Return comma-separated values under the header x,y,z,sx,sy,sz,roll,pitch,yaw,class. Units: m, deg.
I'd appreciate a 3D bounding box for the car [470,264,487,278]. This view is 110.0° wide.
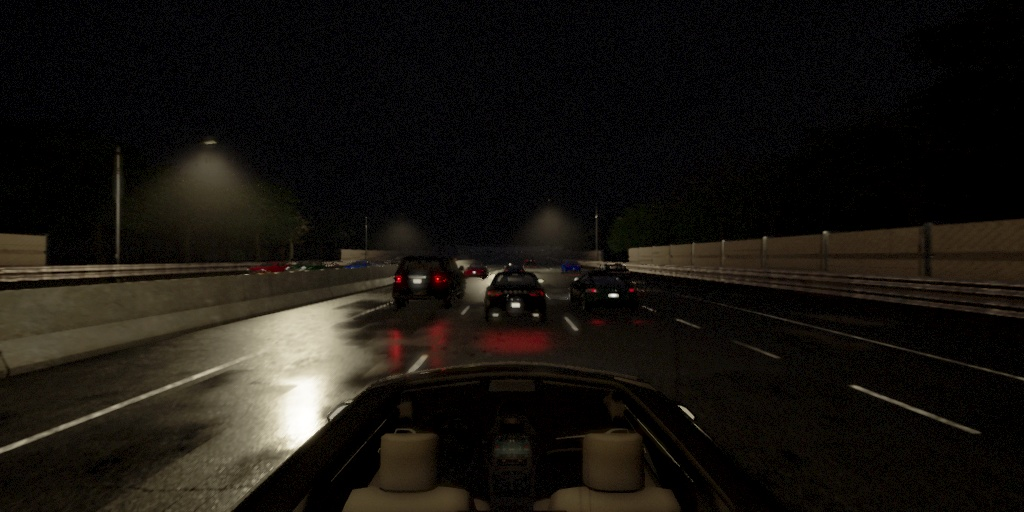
x,y,z,sx,sy,sz,roll,pitch,yaw,class
-3.289,1.411,33.423,1.994,1.385,4.181,0,0,0,car

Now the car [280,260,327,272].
x,y,z,sx,sy,sz,roll,pitch,yaw,class
-20.955,1.208,36.625,2.097,1.767,4.553,0,0,1,car

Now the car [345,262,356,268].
x,y,z,sx,sy,sz,roll,pitch,yaw,class
-17.417,1.348,41.204,1.882,1.535,5.008,0,0,1,car

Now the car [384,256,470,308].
x,y,z,sx,sy,sz,roll,pitch,yaw,class
-3.377,1.007,15.510,2.150,2.045,5.566,0,0,0,car

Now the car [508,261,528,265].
x,y,z,sx,sy,sz,roll,pitch,yaw,class
0.212,1.412,33.625,1.994,1.385,4.181,0,0,0,car

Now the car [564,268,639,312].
x,y,z,sx,sy,sz,roll,pitch,yaw,class
3.520,1.347,14.406,1.994,1.385,4.181,0,0,0,car

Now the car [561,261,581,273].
x,y,z,sx,sy,sz,roll,pitch,yaw,class
7.297,1.362,44.627,1.882,1.535,5.008,0,0,1,car

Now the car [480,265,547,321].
x,y,z,sx,sy,sz,roll,pitch,yaw,class
0.116,1.255,12.632,1.882,1.535,5.008,0,0,0,car

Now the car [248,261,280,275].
x,y,z,sx,sy,sz,roll,pitch,yaw,class
-24.457,1.332,36.519,1.882,1.535,5.008,0,0,1,car

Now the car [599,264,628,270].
x,y,z,sx,sy,sz,roll,pitch,yaw,class
7.155,1.313,25.978,2.128,1.511,4.902,0,0,0,car

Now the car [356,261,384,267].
x,y,z,sx,sy,sz,roll,pitch,yaw,class
-13.949,1.351,37.458,2.128,1.511,4.902,0,0,1,car
